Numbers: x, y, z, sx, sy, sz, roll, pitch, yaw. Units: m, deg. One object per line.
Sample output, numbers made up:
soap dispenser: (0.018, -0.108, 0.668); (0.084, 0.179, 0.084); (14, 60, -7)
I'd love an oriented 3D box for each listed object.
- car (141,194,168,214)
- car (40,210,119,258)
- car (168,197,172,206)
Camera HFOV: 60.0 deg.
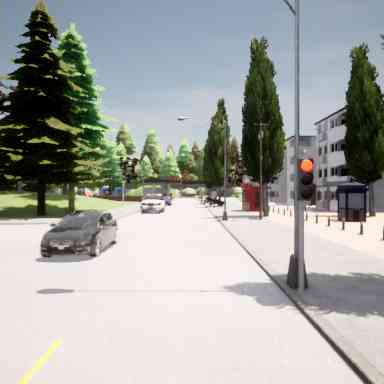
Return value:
car: (-4.120, 1.218, 36.014); (2.150, 2.045, 5.566); (0, 0, 0)
car: (-4.110, 1.504, 12.870); (1.837, 1.490, 4.892); (0, 0, 0)
car: (-4.121, 1.543, 53.361); (2.033, 1.411, 5.357); (0, 0, 0)
